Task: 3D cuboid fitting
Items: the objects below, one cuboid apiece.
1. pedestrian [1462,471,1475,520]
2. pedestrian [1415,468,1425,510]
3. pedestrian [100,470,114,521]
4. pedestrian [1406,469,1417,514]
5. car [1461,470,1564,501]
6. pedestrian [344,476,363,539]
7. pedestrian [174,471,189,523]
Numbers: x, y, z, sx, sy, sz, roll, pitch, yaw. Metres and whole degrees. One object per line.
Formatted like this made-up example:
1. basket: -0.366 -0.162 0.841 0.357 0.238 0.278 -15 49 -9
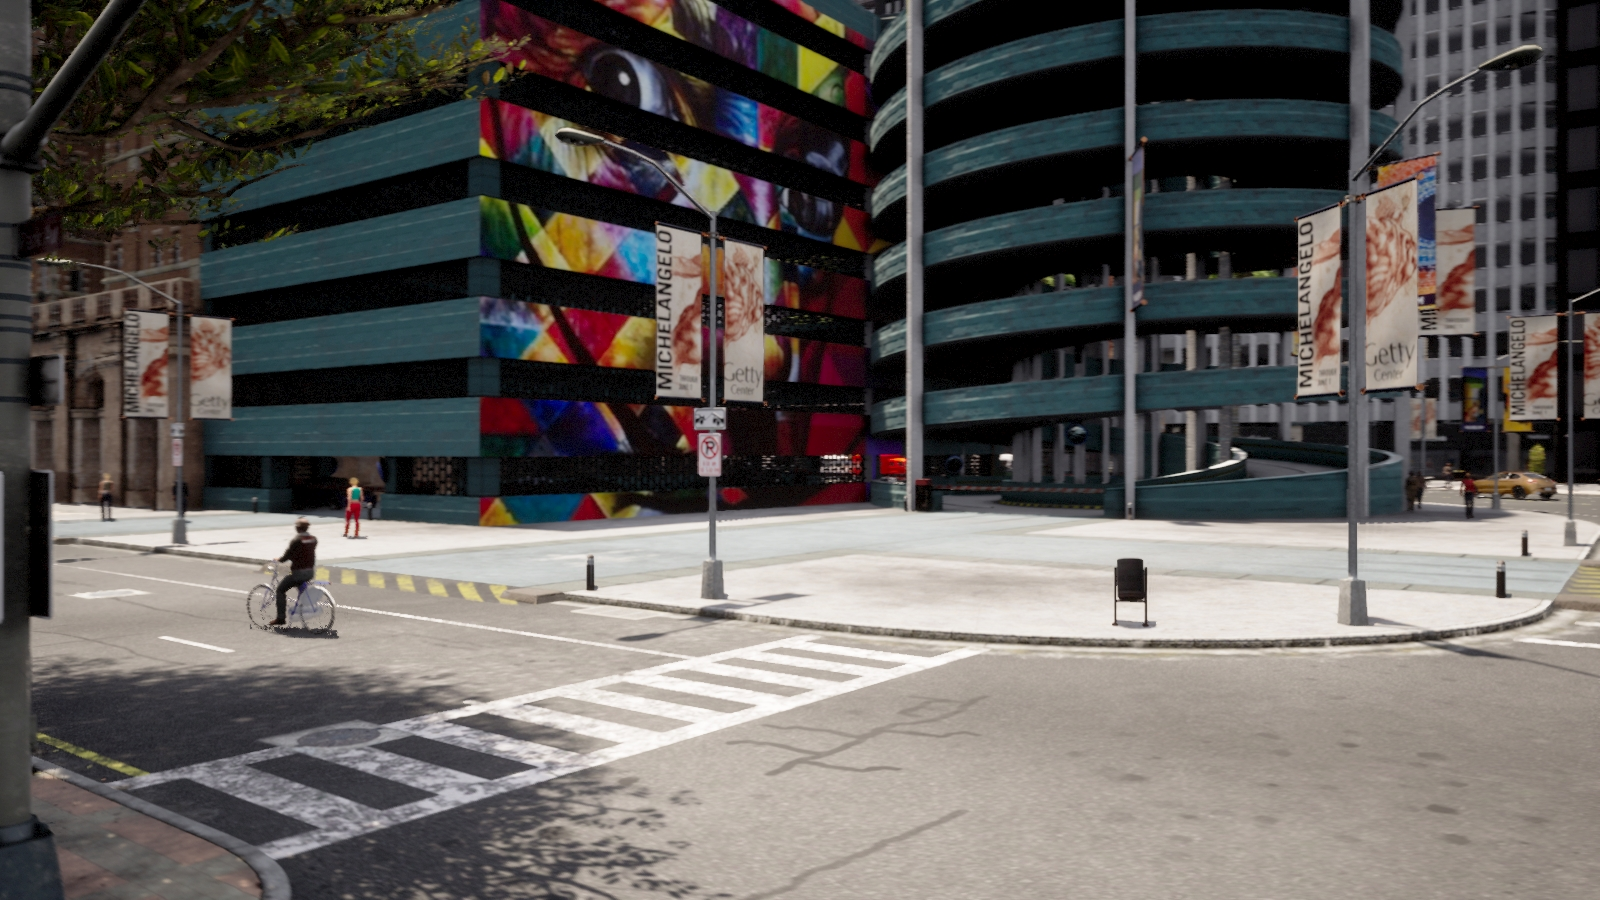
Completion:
1. pedestrian: 25.867 1.751 44.214 0.375 1.860 0.375 0 0 24
2. pedestrian: 27.736 1.757 51.090 0.375 1.860 0.375 0 0 34
3. pedestrian: -25.868 1.699 42.639 0.375 1.860 0.375 0 0 -45
4. pedestrian: 25.917 1.754 48.426 0.375 1.860 0.375 0 0 35
5. car: 41.831 2.078 67.275 2.152 1.651 5.027 0 0 -15
6. pedestrian: -13.322 1.706 34.092 0.375 1.860 0.375 0 0 41
7. pedestrian: -22.336 1.702 41.261 0.375 1.860 0.375 0 0 36
